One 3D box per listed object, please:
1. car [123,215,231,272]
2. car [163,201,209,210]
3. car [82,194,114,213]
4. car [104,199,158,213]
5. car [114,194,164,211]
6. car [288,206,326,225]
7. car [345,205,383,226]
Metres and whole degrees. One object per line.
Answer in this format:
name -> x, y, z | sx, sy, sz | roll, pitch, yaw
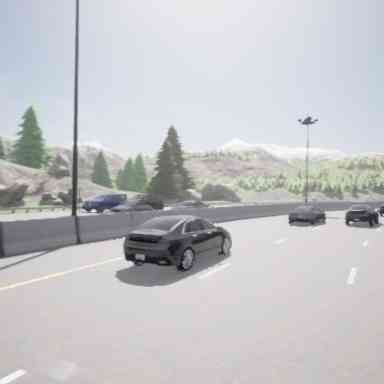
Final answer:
car -> -0.247, 1.530, 11.131 | 1.837, 1.490, 4.892 | 1, 0, 28
car -> -0.175, 1.590, 31.468 | 1.837, 1.490, 4.892 | 1, 0, 36
car -> -9.366, 1.192, 36.686 | 2.150, 2.045, 5.566 | 1, 0, 35
car -> -5.391, 1.572, 30.023 | 1.994, 1.385, 4.181 | 1, 0, 34
car -> -5.352, 1.248, 36.304 | 2.150, 2.045, 5.566 | 1, 0, 36
car -> 9.100, 1.764, 26.067 | 1.994, 1.385, 4.181 | 1, 0, 35
car -> 13.246, 1.761, 25.800 | 1.837, 1.490, 4.892 | 1, -1, 36
